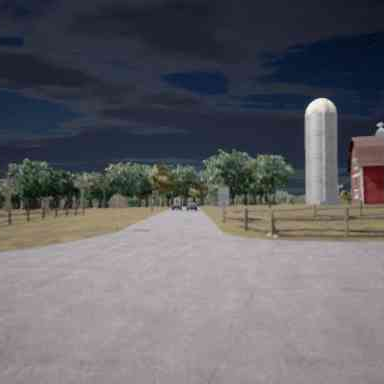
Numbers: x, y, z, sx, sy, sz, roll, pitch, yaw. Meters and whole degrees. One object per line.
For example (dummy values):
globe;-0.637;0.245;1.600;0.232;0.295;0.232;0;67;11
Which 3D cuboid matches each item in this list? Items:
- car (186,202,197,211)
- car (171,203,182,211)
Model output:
car;-0.016;2.517;56.874;1.837;1.490;4.892;0;-1;0
car;-2.767;2.674;61.481;2.033;1.411;5.357;0;-1;0
